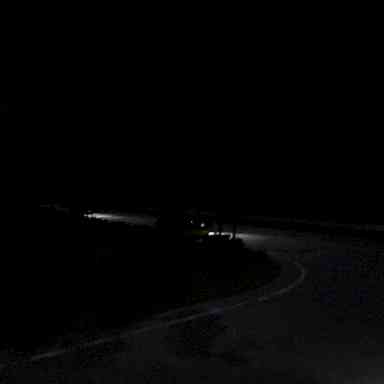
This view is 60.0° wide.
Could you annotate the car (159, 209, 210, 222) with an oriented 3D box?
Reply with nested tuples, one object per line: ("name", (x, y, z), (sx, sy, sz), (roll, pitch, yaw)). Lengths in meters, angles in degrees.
("car", (-0.513, 1.777, 21.443), (1.994, 1.385, 4.181), (0, 0, -36))

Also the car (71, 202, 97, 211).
("car", (-12.459, 1.813, 38.158), (1.895, 1.301, 4.718), (0, 0, -35))
